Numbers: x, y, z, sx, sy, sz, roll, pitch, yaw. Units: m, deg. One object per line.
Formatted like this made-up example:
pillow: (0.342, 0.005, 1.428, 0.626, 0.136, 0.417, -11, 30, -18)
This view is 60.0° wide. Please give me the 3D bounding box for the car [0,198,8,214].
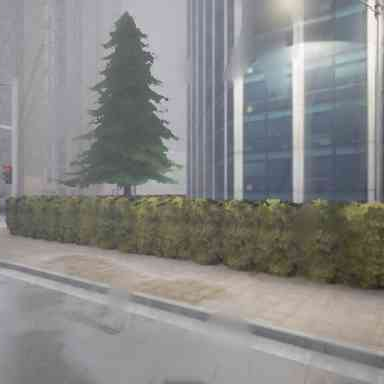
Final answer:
car: (-18.816, 1.352, 32.047, 2.097, 1.767, 4.553, 0, 0, 36)
